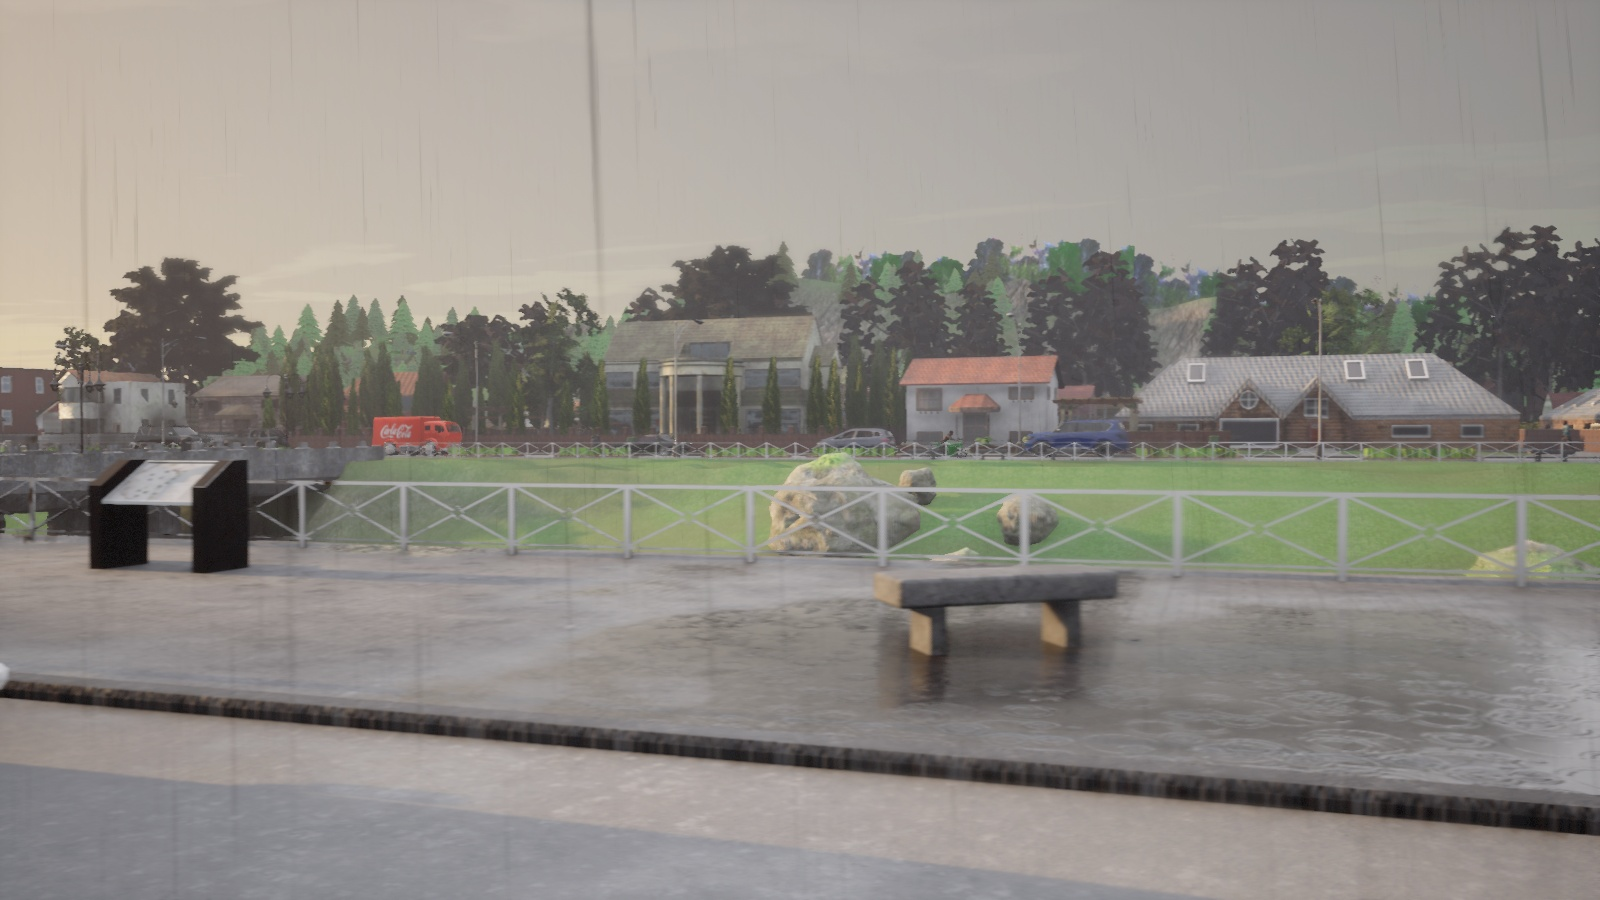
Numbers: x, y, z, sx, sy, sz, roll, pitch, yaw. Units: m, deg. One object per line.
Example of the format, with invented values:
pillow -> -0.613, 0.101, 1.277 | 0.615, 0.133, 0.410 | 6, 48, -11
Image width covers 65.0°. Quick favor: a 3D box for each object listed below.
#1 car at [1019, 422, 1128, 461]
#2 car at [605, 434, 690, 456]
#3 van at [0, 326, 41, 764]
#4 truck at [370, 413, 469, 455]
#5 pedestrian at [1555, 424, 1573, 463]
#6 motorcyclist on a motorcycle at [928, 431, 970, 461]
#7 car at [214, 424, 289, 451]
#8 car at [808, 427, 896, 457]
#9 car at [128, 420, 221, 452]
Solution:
car -> 14.827, -0.488, 68.002 | 5.566, 2.045, 2.150 | 1, 1, 19
car -> -9.250, -0.327, 76.113 | 4.718, 1.301, 1.895 | 1, 1, 19
van -> -6.105, 0.435, 5.768 | 4.480, 2.038, 2.069 | 1, 1, 19
truck -> -23.180, -0.973, 76.574 | 5.204, 2.467, 2.627 | 1, 1, 19
pedestrian -> 38.614, -0.336, 63.504 | 0.692, 1.930, 0.396 | 1, 1, 19
motorcyclist on a motorcycle -> 7.856, -0.221, 66.130 | 2.044, 1.523, 0.797 | 1, 1, 19
car -> -37.361, -0.867, 85.573 | 4.605, 1.855, 1.932 | 1, 1, 19
car -> 3.005, -0.471, 71.984 | 4.611, 1.667, 2.242 | 1, 1, 19
car -> -41.163, -0.932, 82.630 | 5.566, 2.045, 2.150 | 1, 1, 19
